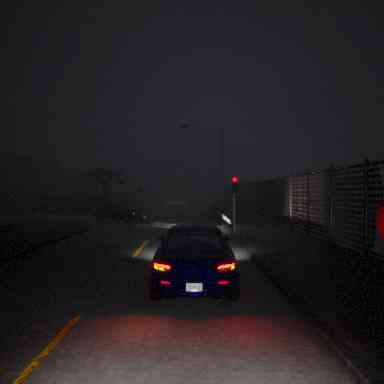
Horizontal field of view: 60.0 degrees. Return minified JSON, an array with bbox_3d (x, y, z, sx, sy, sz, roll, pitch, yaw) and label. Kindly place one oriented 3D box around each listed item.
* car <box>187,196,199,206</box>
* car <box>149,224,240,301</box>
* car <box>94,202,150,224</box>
[{"bbox_3d":[0.152,1.501,55.844,1.837,1.490,4.892,0,0,0],"label":"car"},{"bbox_3d":[0.061,1.525,8.210,1.812,1.442,4.674,0,0,1],"label":"car"},{"bbox_3d":[-5.218,1.489,24.618,4.902,1.511,2.128,0,-1,36],"label":"car"}]
